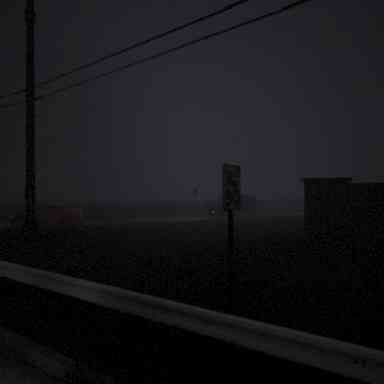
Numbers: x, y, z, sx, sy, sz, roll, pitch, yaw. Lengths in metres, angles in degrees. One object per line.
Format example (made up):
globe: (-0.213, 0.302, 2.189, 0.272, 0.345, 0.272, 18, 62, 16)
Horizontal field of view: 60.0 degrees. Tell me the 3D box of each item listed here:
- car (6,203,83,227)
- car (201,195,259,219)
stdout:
car: (-10.402, 1.579, 23.750, 5.008, 1.535, 1.882, 0, 0, -21)
car: (3.564, 1.290, 30.631, 5.566, 2.045, 2.150, 0, 0, -30)
